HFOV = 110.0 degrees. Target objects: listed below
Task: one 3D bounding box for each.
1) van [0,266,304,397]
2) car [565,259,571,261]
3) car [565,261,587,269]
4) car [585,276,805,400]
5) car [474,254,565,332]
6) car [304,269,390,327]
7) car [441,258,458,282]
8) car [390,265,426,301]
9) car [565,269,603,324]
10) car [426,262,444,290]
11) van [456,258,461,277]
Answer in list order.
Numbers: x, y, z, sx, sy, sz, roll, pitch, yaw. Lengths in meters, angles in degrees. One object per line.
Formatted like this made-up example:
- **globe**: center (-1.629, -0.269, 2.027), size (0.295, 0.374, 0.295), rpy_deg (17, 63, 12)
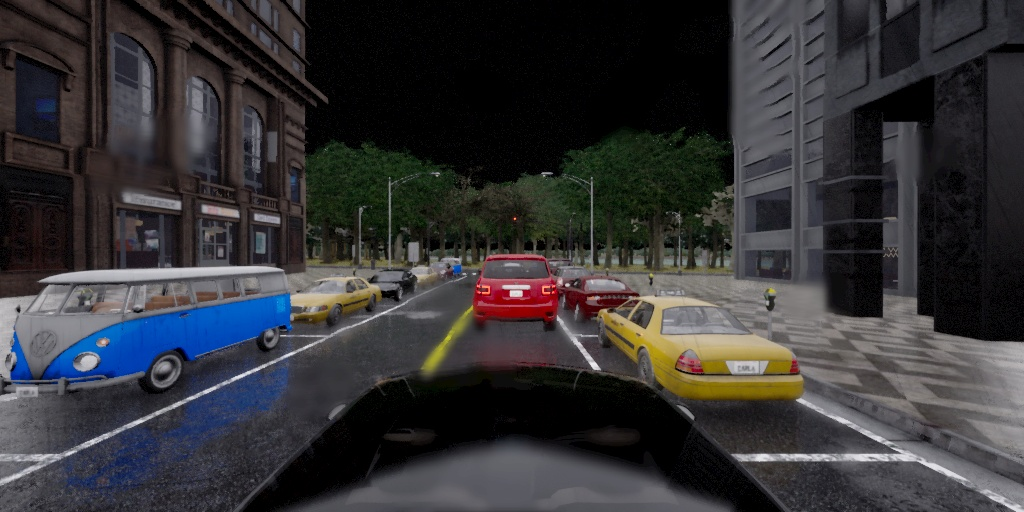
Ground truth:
- **van**: center (-5.762, 1.091, 6.360), size (1.690, 1.789, 3.998), rpy_deg (0, 0, 0)
- **car**: center (2.766, 1.066, 22.670), size (2.192, 1.841, 5.009), rpy_deg (0, 0, 0)
- **car**: center (2.765, 1.190, 17.232), size (1.967, 1.591, 4.097), rpy_deg (0, 0, 0)
- **car**: center (2.763, 1.275, 6.527), size (1.751, 1.417, 4.829), rpy_deg (0, 0, 0)
- **car**: center (0.105, 0.972, 11.053), size (2.150, 2.045, 5.566), rpy_deg (0, 0, 0)
- **car**: center (-5.761, 1.276, 11.627), size (1.751, 1.417, 4.829), rpy_deg (0, 0, 0)
- **car**: center (-5.758, 1.193, 28.109), size (1.967, 1.591, 4.097), rpy_deg (0, 0, 0)
- **car**: center (-5.760, 1.317, 17.234), size (1.948, 1.339, 4.313), rpy_deg (0, 0, 0)
- **car**: center (2.764, 1.295, 11.795), size (1.888, 1.381, 4.507), rpy_deg (0, 0, 0)
- **car**: center (-5.759, 1.277, 22.502), size (1.751, 1.417, 4.829), rpy_deg (0, 0, 0)
- **van**: center (-5.756, 1.095, 33.547), size (1.690, 1.789, 3.998), rpy_deg (0, 0, 0)
